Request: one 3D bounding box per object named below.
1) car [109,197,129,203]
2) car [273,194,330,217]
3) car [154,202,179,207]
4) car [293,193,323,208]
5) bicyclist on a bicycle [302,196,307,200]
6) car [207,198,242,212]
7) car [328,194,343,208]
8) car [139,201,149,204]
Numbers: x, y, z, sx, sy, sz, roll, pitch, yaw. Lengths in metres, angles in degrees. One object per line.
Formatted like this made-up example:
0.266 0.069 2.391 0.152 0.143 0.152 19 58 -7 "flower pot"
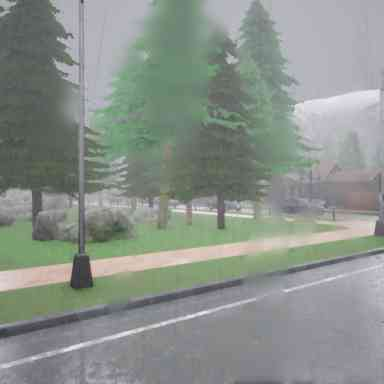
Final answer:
-14.662 1.468 66.369 4.902 1.511 2.128 0 0 42 "car"
9.908 1.328 31.019 2.097 1.767 4.553 0 0 -37 "car"
-3.632 1.479 49.044 1.837 1.490 4.892 0 1 -37 "car"
15.516 1.147 44.480 3.866 1.878 1.905 0 0 -37 "car"
13.176 1.254 39.160 1.656 1.620 0.582 0 0 -37 "bicyclist on a bicycle"
3.760 1.468 39.250 2.128 1.511 4.902 0 0 -37 "car"
17.335 1.145 42.701 4.605 1.855 1.932 0 0 -37 "car"
-7.519 1.576 59.416 1.895 1.301 4.718 0 0 -42 "car"
